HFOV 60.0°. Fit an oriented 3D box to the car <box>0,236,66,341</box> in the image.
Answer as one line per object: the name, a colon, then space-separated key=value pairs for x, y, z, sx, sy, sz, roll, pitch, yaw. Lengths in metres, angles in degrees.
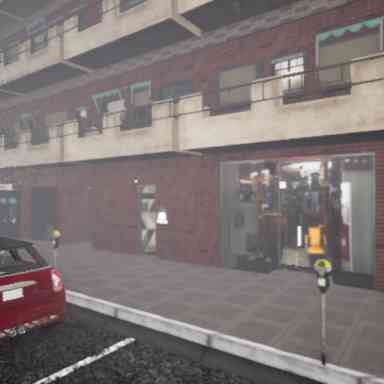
car: x=-4.082 y=1.470 z=5.790 sx=4.097 sy=1.590 sz=1.967 roll=0 pitch=0 yaw=36
